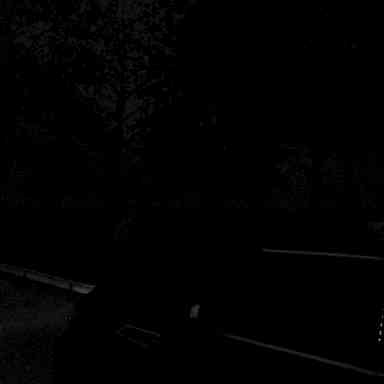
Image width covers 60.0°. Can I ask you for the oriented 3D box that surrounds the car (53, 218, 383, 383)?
[{"bbox_3d":[1.344,1.223,2.406,5.566,2.045,2.150,0,0,36],"label":"car"}]
